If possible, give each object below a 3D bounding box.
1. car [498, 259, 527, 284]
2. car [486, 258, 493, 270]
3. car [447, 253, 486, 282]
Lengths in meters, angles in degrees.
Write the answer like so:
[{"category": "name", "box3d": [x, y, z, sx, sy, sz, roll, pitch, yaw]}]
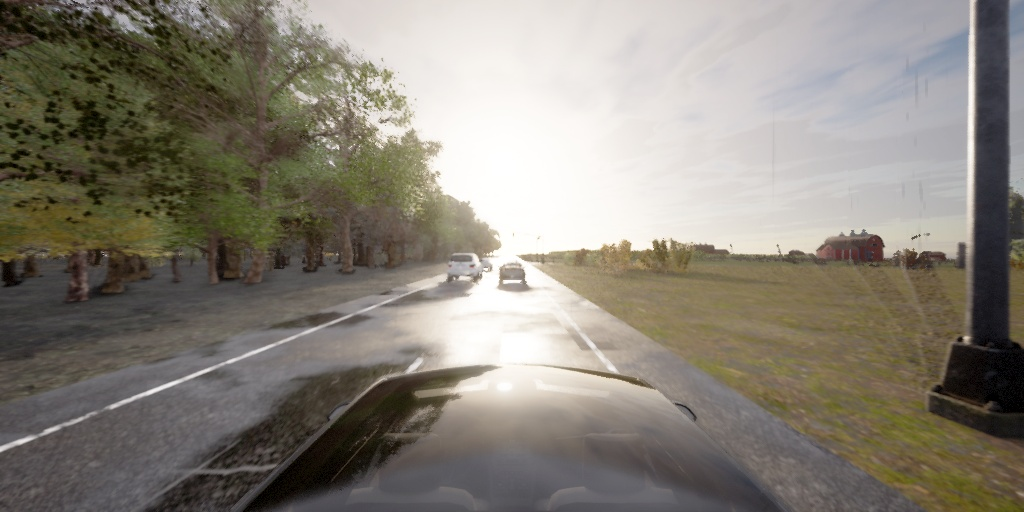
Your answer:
[{"category": "car", "box3d": [0.035, 1.098, 25.282, 2.128, 1.511, 4.902, 0, 0, 0]}, {"category": "car", "box3d": [-3.401, 0.998, 45.833, 1.812, 1.442, 4.674, 0, 0, 0]}, {"category": "car", "box3d": [-3.447, 0.818, 26.978, 2.150, 2.045, 5.566, 0, 1, 1]}]
